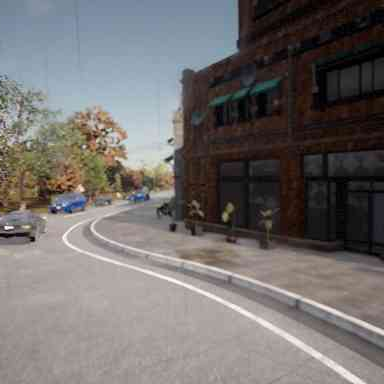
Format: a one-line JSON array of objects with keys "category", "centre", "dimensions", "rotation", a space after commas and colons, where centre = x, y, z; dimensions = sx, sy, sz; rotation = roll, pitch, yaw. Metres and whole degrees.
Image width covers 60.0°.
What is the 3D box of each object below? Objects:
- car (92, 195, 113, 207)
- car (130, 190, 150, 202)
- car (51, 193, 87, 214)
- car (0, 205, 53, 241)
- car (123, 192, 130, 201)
[{"category": "car", "centre": [-12.799, 1.269, 47.966], "dimensions": [1.837, 1.490, 4.892], "rotation": [-1, 1, 2]}, {"category": "car", "centre": [-9.073, 0.665, 60.363], "dimensions": [2.150, 2.045, 5.566], "rotation": [-1, 1, 2]}, {"category": "car", "centre": [-13.148, 1.187, 35.842], "dimensions": [2.150, 2.045, 5.566], "rotation": [-1, 1, 2]}, {"category": "car", "centre": [-8.569, 1.614, 16.747], "dimensions": [2.033, 1.411, 5.357], "rotation": [-1, -1, -17]}, {"category": "car", "centre": [-12.146, 0.793, 64.823], "dimensions": [1.837, 1.490, 4.892], "rotation": [-1, 1, 2]}]
